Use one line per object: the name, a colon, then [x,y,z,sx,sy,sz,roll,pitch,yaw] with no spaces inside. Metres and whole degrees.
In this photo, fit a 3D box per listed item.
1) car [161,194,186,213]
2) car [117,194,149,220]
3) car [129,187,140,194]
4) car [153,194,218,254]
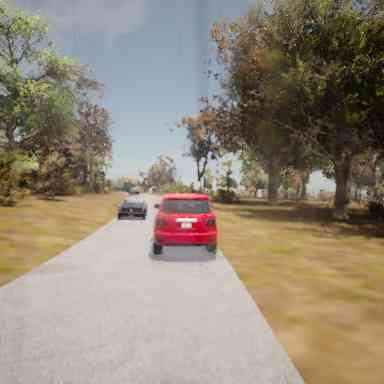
car: [-1.744,0.943,29.601,1.895,1.301,4.718,1,2,-7]
car: [-3.995,1.105,22.961,1.895,1.301,4.718,1,2,-5]
car: [-10.898,-0.148,63.026,2.033,1.411,5.357,1,1,-14]
car: [-0.317,1.074,13.028,2.150,2.045,5.566,1,1,-3]
